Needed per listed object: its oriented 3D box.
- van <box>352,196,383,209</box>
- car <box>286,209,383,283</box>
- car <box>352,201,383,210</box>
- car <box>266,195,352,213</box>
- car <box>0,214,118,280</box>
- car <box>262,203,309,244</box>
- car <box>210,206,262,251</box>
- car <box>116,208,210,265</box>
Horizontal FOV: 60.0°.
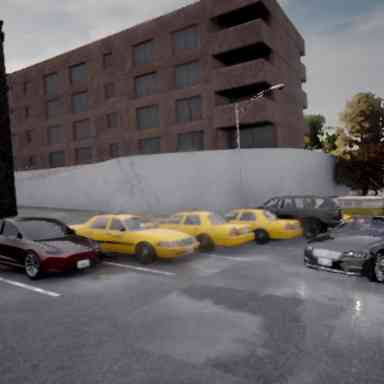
[{"bbox_3d":[9.639,1.249,20.655,4.442,1.987,1.878,-1,-1,34],"label":"van"},{"bbox_3d":[5.248,1.444,9.602,4.902,1.511,2.128,0,0,-36],"label":"car"},{"bbox_3d":[7.462,1.456,18.731,5.366,1.575,1.946,-1,-1,34],"label":"car"},{"bbox_3d":[4.854,1.202,17.103,5.566,2.045,2.435,-1,-1,34],"label":"car"},{"bbox_3d":[-4.819,1.515,10.099,4.792,1.488,2.163,-1,-1,35],"label":"car"},{"bbox_3d":[2.296,1.451,15.447,5.366,1.575,1.946,-1,-1,34],"label":"car"},{"bbox_3d":[-0.133,1.457,13.701,5.366,1.575,1.946,-1,0,34],"label":"car"},{"bbox_3d":[-2.261,1.461,11.751,5.366,1.575,1.946,-1,-1,35],"label":"car"}]
